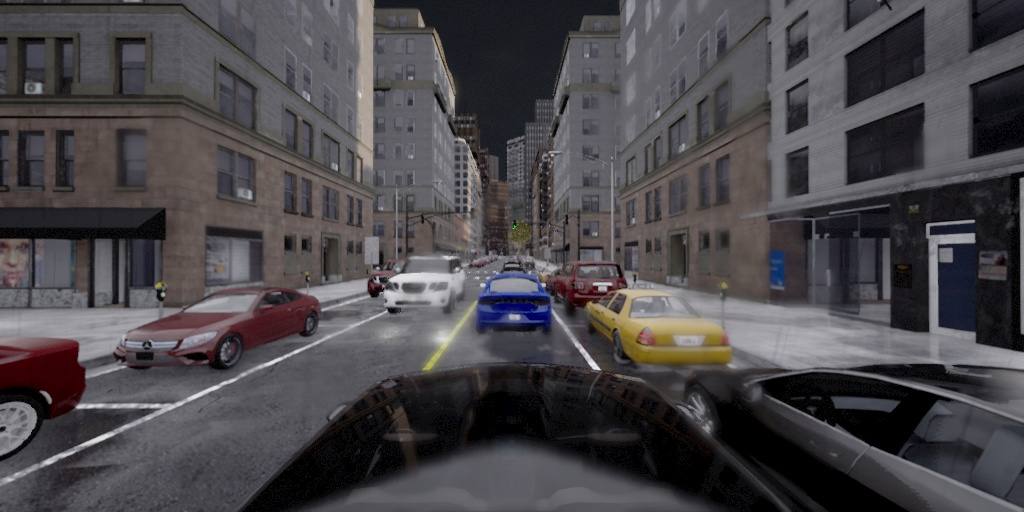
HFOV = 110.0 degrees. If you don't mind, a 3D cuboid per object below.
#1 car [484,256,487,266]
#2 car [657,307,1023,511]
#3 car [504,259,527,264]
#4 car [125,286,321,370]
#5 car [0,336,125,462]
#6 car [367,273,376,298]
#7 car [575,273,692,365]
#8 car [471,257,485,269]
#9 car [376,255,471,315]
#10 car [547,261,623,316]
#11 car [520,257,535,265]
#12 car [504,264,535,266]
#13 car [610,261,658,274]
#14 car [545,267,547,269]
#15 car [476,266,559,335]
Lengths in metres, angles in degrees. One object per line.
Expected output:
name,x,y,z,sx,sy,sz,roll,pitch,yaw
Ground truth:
car,-5.823,1.107,61.925,1.967,1.591,4.097,0,0,0
car,2.762,1.317,2.183,1.948,1.339,4.313,0,0,0
car,0.036,1.263,29.229,1.837,1.490,4.892,0,1,0
car,-5.768,1.340,7.733,1.802,1.307,4.207,0,0,0
car,-5.763,1.296,2.181,1.888,1.381,4.507,0,0,0
car,-5.780,1.079,18.839,2.192,1.841,5.009,0,0,0
car,2.757,1.284,7.905,1.751,1.417,4.829,0,0,0
car,-5.818,1.234,56.500,1.888,1.381,4.507,0,0,0
car,-3.105,0.985,14.006,2.150,2.045,5.566,0,0,0
car,2.751,1.078,13.290,2.192,1.841,5.009,0,0,0
car,2.707,1.239,56.501,2.007,1.370,4.403,0,0,0
car,0.079,1.329,19.190,1.994,1.385,4.181,0,0,0
car,13.444,1.239,39.593,4.674,1.442,1.812,0,0,-1
car,2.746,1.346,18.841,1.802,1.307,4.207,0,0,0
car,0.037,1.239,10.600,1.882,1.535,5.008,0,0,-1
